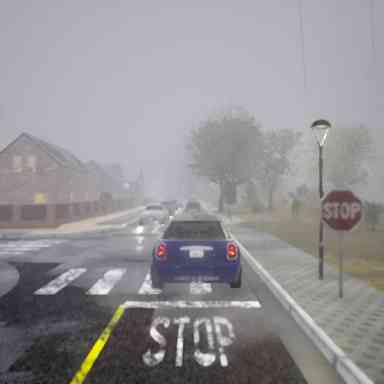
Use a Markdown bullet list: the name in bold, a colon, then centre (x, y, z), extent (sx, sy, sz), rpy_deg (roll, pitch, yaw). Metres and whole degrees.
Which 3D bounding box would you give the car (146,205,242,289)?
- **car**: centre (0.102, 1.400, 9.467), extent (2.097, 1.767, 4.553), rpy_deg (0, 0, 0)

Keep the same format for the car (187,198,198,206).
- **car**: centre (0.097, 2.004, 68.338), extent (2.033, 1.411, 5.357), rpy_deg (0, 0, 0)

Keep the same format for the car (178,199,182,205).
- **car**: centre (-2.793, 1.781, 45.785), extent (1.837, 1.490, 4.892), rpy_deg (0, 0, 0)

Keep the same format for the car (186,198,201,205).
- **car**: centre (0.153, 1.760, 44.754), extent (2.128, 1.511, 4.902), rpy_deg (0, 0, 0)

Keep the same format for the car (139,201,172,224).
- **car**: centre (-2.885, 1.670, 26.133), extent (1.812, 1.442, 4.674), rpy_deg (0, 0, 2)

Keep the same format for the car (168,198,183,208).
- **car**: centre (-2.734, 1.847, 56.037), extent (2.128, 1.511, 4.902), rpy_deg (0, 0, 0)

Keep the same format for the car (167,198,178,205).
- **car**: centre (-2.805, 1.712, 35.928), extent (1.837, 1.490, 4.892), rpy_deg (0, 0, 0)
